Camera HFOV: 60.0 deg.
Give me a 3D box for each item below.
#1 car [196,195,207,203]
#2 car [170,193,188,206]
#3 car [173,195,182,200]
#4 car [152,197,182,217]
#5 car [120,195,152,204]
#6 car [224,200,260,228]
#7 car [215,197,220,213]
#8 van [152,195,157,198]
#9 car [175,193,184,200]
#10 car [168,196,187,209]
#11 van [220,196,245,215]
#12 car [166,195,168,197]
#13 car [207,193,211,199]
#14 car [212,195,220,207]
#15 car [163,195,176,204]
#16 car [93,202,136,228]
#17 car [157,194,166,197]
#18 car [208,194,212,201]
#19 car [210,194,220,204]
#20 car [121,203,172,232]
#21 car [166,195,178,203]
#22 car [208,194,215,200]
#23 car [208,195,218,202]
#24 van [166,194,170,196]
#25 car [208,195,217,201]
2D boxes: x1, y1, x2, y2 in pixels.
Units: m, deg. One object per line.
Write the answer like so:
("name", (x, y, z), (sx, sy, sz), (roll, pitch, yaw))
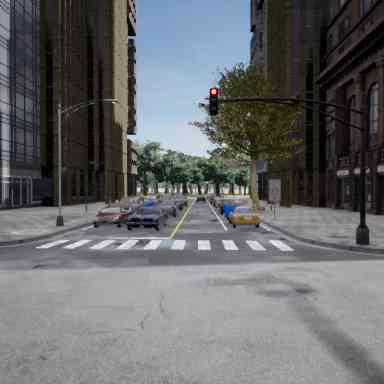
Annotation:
("car", (1.820, 1.385, 65.877), (1.837, 1.490, 4.892), (0, 0, 1))
("car", (-1.721, 1.275, 50.618), (2.097, 1.767, 4.553), (0, 0, 2))
("car", (-3.580, 1.371, 84.398), (1.887, 1.381, 4.507), (0, 0, 1))
("car", (-2.271, 1.474, 30.624), (1.837, 1.490, 4.892), (0, 0, 2))
("car", (-5.029, 1.288, 27.620), (2.192, 1.841, 5.009), (-1, 0, 1))
("car", (3.356, 1.507, 21.903), (1.752, 1.417, 4.829), (-1, 0, 1))
("car", (3.641, 1.530, 33.089), (1.947, 1.339, 4.313), (-1, 0, 1))
("van", (-4.884, 1.305, 33.299), (1.690, 1.788, 3.998), (-1, 0, 1))
("car", (-3.438, 1.123, 90.076), (2.192, 1.841, 5.009), (0, 0, 1))
("car", (-2.014, 1.549, 40.514), (1.895, 1.301, 4.718), (0, 0, 2))
("van", (3.494, 1.315, 27.412), (1.690, 1.788, 3.998), (-1, 0, 1))
("car", (-4.592, 1.489, 44.655), (2.008, 1.369, 4.403), (-1, 0, 1))
("car", (4.362, 1.208, 61.475), (2.192, 1.841, 5.009), (-1, 0, 1))
("car", (3.935, 1.463, 44.614), (1.752, 1.417, 4.829), (-1, 0, 1))
("car", (-4.160, 1.333, 61.687), (1.967, 1.590, 4.097), (0, 0, 1))
("car", (-5.170, 1.564, 21.942), (1.802, 1.307, 4.206), (-1, 0, 1))
("car", (-4.739, 1.267, 38.976), (2.192, 1.841, 5.009), (-1, 0, 1))
("car", (4.219, 1.459, 55.799), (2.008, 1.369, 4.403), (-1, 0, 1))
("car", (4.075, 1.469, 50.122), (1.887, 1.381, 4.507), (-1, 0, 1))
("car", (-2.611, 1.585, 20.337), (1.895, 1.301, 4.718), (0, 0, 4))
("car", (-4.014, 1.421, 67.365), (1.887, 1.381, 4.507), (0, 0, 1))
("car", (4.946, 1.351, 84.355), (1.752, 1.417, 4.829), (0, 0, 1))
("car", (4.653, 1.411, 72.830), (2.008, 1.369, 4.403), (0, 0, 1))
("van", (-4.305, 1.249, 56.010), (1.690, 1.788, 3.998), (0, 0, 1))
("car", (4.798, 1.425, 78.508), (1.802, 1.307, 4.206), (0, 0, 1))
